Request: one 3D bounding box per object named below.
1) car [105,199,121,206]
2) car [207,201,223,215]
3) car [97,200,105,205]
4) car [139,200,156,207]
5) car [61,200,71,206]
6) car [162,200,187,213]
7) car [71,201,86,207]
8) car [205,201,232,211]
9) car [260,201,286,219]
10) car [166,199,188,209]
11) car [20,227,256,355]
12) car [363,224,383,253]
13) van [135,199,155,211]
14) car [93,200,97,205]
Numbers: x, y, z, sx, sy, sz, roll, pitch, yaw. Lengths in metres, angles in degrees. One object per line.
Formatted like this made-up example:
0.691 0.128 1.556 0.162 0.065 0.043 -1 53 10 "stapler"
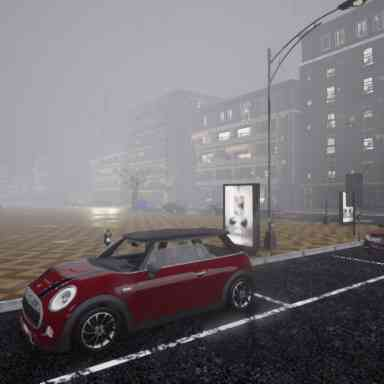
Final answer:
-19.172 2.528 82.223 1.967 1.590 4.097 -2 0 -36 "car"
3.720 1.968 36.828 2.008 1.369 4.403 -2 0 -36 "car"
-22.473 2.736 86.706 1.947 1.339 4.313 -2 0 -36 "car"
-9.256 2.424 68.775 1.802 1.307 4.206 -2 0 -36 "car"
-32.524 2.861 86.218 1.887 1.381 4.507 -2 0 -36 "car"
-2.431 2.114 45.250 1.887 1.381 4.507 -2 0 -36 "car"
-25.915 2.703 77.252 2.008 1.369 4.403 -2 0 -36 "car"
4.025 2.096 50.891 1.802 1.307 4.206 -2 0 -36 "car"
7.025 1.887 32.345 2.008 1.369 4.403 -2 0 -36 "car"
-2.647 2.118 59.812 1.967 1.590 4.097 -2 0 -36 "car"
-0.809 1.440 6.013 4.097 1.590 1.967 0 0 -36 "car"
8.138 1.581 12.508 4.206 1.307 1.802 0 0 -36 "car"
-7.411 2.034 52.093 1.690 1.788 3.998 -2 0 -36 "van"
-25.778 2.797 91.189 1.887 1.381 4.507 -2 0 -36 "car"
